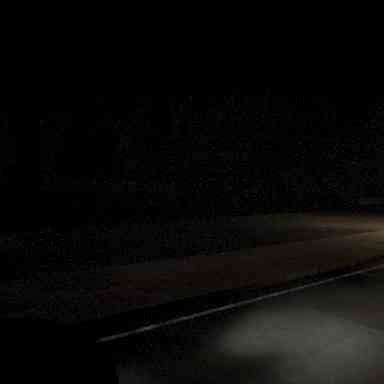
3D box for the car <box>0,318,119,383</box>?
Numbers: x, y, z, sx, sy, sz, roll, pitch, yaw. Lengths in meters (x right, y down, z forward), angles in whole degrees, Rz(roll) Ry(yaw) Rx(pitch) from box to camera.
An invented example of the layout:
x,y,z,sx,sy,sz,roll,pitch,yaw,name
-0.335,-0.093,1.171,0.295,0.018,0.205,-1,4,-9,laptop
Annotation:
x,y,z,sx,sy,sz,roll,pitch,yaw,name
-2.797,1.490,1.751,4.902,1.511,2.128,0,0,-35,car
